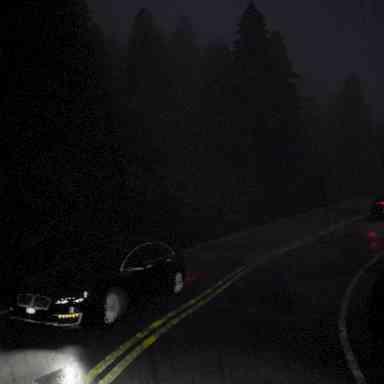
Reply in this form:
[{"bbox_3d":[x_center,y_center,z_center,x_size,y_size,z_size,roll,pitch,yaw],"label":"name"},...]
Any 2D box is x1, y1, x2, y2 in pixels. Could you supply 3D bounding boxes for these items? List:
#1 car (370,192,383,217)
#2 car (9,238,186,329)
[{"bbox_3d":[12.457,0.685,20.434,2.128,1.511,4.902,1,5,42],"label":"car"},{"bbox_3d":[-1.717,1.872,7.721,1.837,1.490,4.892,-2,-5,23],"label":"car"}]
